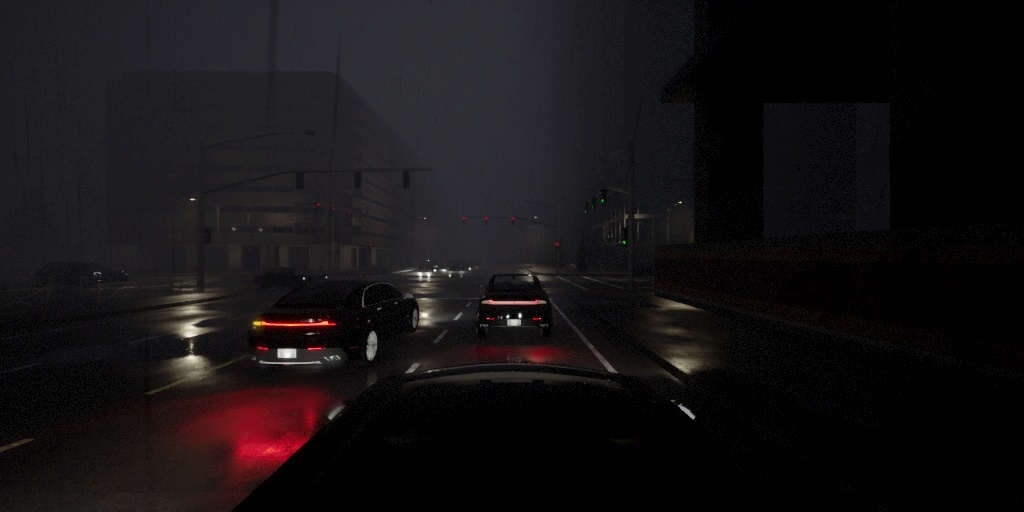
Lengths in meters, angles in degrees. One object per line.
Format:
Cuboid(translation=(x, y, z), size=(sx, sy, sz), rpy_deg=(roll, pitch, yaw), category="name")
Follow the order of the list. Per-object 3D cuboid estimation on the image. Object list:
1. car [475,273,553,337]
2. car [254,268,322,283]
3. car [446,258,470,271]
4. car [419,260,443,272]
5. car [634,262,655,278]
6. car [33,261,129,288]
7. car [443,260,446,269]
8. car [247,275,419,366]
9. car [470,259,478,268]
Cuboid(translation=(0.055, 1.242, 10.274), size=(2.128, 1.511, 4.902), rpy_deg=(0, 0, 0), category="car")
Cuboid(translation=(-13.541, 1.381, 22.096), size=(4.718, 1.301, 1.895), rpy_deg=(0, 0, 25), category="car")
Cuboid(translation=(-7.512, 1.228, 50.310), size=(1.882, 1.535, 5.008), rpy_deg=(0, 0, 0), category="car")
Cuboid(translation=(-11.005, 1.242, 47.538), size=(2.128, 1.511, 4.902), rpy_deg=(0, 0, 0), category="car")
Cuboid(translation=(13.932, 1.297, 34.272), size=(4.902, 1.511, 2.128), rpy_deg=(0, 0, 0), category="car")
Cuboid(translation=(-28.242, 1.157, 23.625), size=(4.553, 1.767, 2.097), rpy_deg=(0, 0, 0), category="car")
Cuboid(translation=(-10.979, 1.351, 56.882), size=(1.895, 1.301, 4.718), rpy_deg=(0, 0, 1), category="car")
Cuboid(translation=(-3.454, 1.255, 7.953), size=(1.837, 1.490, 4.892), rpy_deg=(0, 0, 0), category="car")
Cuboid(translation=(-7.437, 1.314, 60.327), size=(1.994, 1.385, 4.181), rpy_deg=(0, 0, 1), category="car")
